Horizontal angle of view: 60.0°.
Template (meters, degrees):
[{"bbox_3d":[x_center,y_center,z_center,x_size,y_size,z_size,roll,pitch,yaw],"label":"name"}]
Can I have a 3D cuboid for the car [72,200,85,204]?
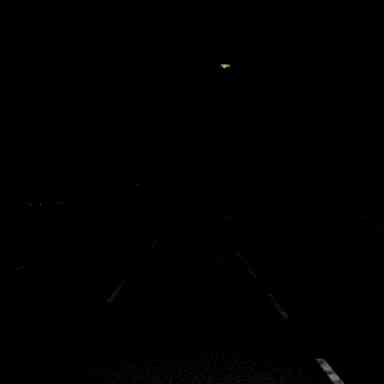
[{"bbox_3d":[-21.018,2.189,62.592,1.994,1.385,4.181,0,-1,0],"label":"car"}]

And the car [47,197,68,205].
[{"bbox_3d":[-24.517,2.155,61.751,1.812,1.442,4.674,0,-1,0],"label":"car"}]

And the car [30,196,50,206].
[{"bbox_3d":[-28.010,1.860,62.116,2.150,2.045,5.566,0,-1,0],"label":"car"}]

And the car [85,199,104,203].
[{"bbox_3d":[-17.526,2.130,61.772,2.128,1.511,4.902,0,-1,1],"label":"car"}]
